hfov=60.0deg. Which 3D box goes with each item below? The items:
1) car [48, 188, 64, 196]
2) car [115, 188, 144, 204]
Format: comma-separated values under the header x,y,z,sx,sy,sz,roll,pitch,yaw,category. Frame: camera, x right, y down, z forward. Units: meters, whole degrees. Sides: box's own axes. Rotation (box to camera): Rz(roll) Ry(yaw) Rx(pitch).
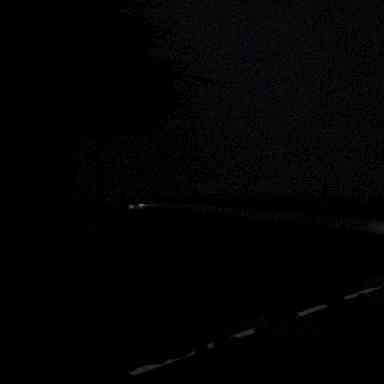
x,y,z,sx,sy,sz,roll,pitch,yaw,category
-35.645,-0.122,88.145,2.150,2.045,5.566,-1,1,-36,car
-8.751,0.485,46.047,2.150,2.045,5.566,-1,2,-35,car
